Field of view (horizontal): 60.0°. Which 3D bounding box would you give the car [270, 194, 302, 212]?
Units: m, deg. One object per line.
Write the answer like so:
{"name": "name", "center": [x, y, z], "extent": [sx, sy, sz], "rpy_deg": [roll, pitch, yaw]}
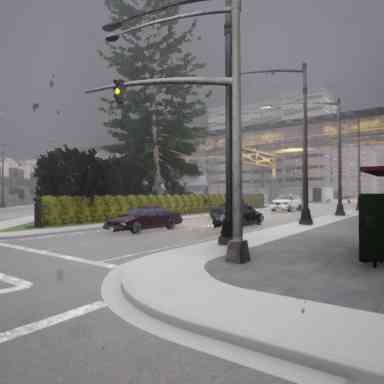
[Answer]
{"name": "car", "center": [11.159, 1.281, 39.263], "extent": [2.150, 2.045, 5.566], "rpy_deg": [-1, -1, 36]}

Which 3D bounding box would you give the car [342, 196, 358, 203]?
{"name": "car", "center": [31.827, 1.520, 68.023], "extent": [4.974, 1.542, 2.038], "rpy_deg": [0, 0, -29]}

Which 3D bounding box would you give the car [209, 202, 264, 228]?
{"name": "car", "center": [3.096, 1.583, 21.866], "extent": [1.994, 1.385, 4.181], "rpy_deg": [-1, 0, 36]}

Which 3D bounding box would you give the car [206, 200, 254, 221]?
{"name": "car", "center": [3.343, 1.532, 28.519], "extent": [1.882, 1.535, 5.008], "rpy_deg": [-1, 0, 36]}

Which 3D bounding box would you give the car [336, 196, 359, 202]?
{"name": "car", "center": [31.871, 1.362, 68.050], "extent": [4.536, 1.218, 1.853], "rpy_deg": [0, 0, -29]}

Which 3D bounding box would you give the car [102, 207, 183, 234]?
{"name": "car", "center": [-2.771, 1.599, 20.068], "extent": [2.033, 1.411, 5.357], "rpy_deg": [-1, 0, 36]}
